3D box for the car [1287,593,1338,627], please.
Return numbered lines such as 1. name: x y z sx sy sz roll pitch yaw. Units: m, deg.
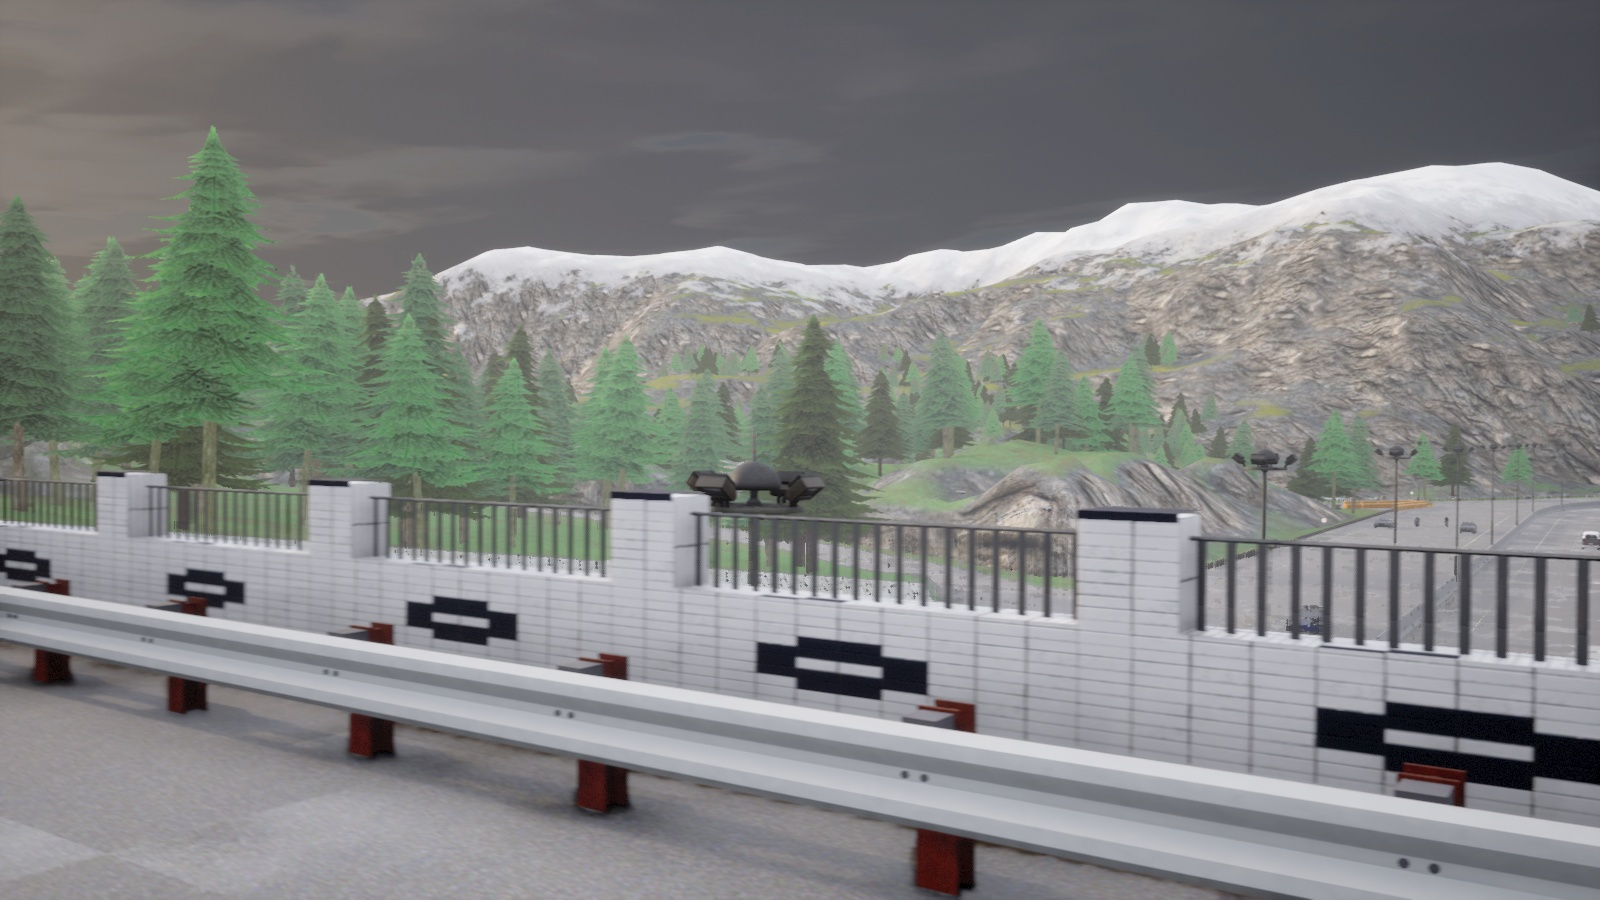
1. car: 33.081 10.284 80.953 2.163 1.488 4.792 0 1 33
